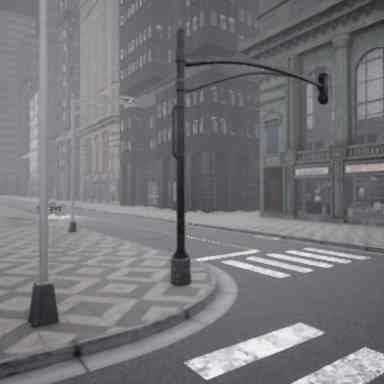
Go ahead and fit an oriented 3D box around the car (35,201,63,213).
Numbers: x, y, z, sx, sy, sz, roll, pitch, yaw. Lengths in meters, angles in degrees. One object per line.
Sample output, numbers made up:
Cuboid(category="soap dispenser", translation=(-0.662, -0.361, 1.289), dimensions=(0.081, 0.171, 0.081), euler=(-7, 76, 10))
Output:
Cuboid(category="car", translation=(-15.423, 1.617, 35.847), dimensions=(1.895, 1.301, 4.718), euler=(0, 0, -36))
